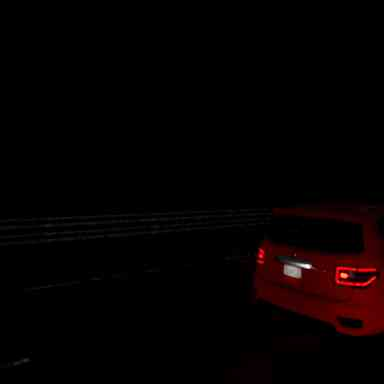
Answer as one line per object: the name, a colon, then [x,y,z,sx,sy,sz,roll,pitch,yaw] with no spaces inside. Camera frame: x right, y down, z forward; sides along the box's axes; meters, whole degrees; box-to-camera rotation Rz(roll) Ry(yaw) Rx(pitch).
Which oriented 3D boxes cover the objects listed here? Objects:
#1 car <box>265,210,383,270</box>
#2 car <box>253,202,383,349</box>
car: [5.075,1.474,11.674,4.902,1.511,2.128,1,-1,-35]
car: [3.620,1.212,6.319,5.566,2.045,2.150,0,1,-36]
